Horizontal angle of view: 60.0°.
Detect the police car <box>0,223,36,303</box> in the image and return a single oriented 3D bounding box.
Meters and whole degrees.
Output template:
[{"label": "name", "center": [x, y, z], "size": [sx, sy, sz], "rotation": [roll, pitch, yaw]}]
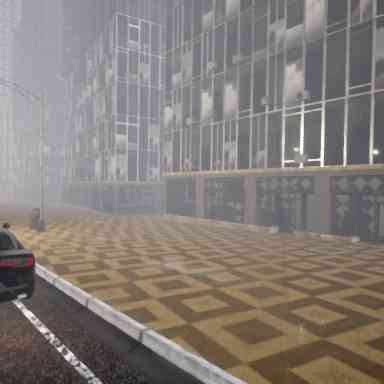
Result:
[{"label": "police car", "center": [-5.139, 1.417, 7.653], "size": [1.930, 1.638, 5.238], "rotation": [0, 0, -39]}]
